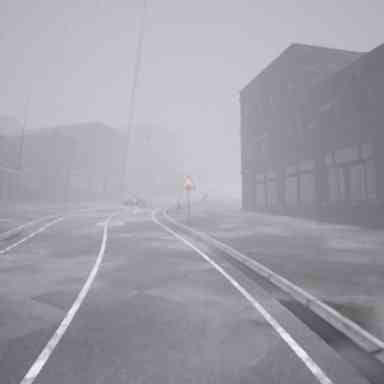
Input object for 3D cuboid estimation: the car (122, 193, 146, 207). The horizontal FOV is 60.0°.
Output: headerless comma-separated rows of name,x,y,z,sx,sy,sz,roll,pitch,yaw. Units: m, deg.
car,-8.099,1.081,46.665,2.097,1.767,4.553,-1,0,10
